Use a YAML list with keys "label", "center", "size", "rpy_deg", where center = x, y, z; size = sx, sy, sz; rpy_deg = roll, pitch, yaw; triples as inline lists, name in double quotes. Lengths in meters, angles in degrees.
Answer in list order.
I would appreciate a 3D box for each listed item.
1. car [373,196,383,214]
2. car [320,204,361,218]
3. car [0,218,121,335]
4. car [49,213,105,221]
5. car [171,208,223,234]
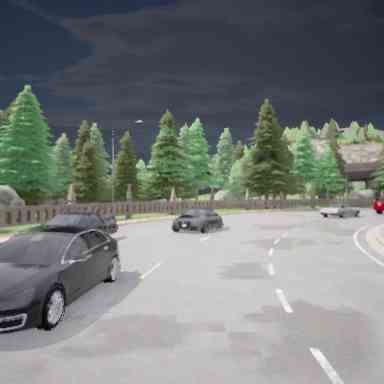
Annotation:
- label: "car"
  center: [22.971, 1.476, 37.339]
  size: [5.566, 2.045, 2.150]
  rpy_deg: [0, 0, -22]
- label: "car"
  center: [14.451, 1.821, 32.257]
  size: [4.718, 1.301, 1.895]
  rpy_deg: [0, -1, -39]
- label: "car"
  center: [-3.017, 1.555, 7.148]
  size: [1.837, 1.490, 4.892]
  rpy_deg: [0, 0, 7]
- label: "car"
  center: [-5.237, 1.650, 14.927]
  size: [2.033, 1.411, 5.357]
  rpy_deg: [0, 0, 16]
- label: "car"
  center: [0.402, 1.704, 20.365]
  size: [1.994, 1.385, 4.181]
  rpy_deg: [0, -1, 25]
